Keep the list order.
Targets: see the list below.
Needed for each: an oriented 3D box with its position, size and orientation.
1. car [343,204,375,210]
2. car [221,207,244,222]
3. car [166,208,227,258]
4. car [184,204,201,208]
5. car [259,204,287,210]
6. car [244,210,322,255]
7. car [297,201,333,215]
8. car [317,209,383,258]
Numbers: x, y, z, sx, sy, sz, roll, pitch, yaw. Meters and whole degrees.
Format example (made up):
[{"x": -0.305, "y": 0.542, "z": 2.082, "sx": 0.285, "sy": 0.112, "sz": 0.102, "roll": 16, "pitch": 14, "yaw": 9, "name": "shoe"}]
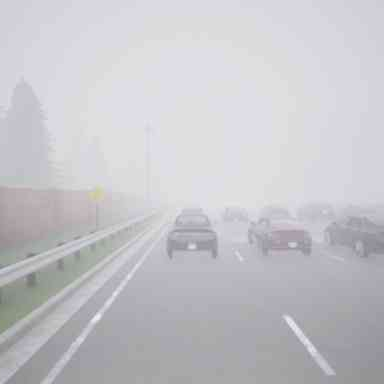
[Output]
[{"x": 14.021, "y": 1.824, "z": 28.481, "sx": 1.837, "sy": 1.490, "sz": 4.892, "roll": 0, "pitch": 0, "yaw": 0, "name": "car"}, {"x": 3.518, "y": 1.915, "z": 28.221, "sx": 1.895, "sy": 1.301, "sz": 4.718, "roll": 0, "pitch": -1, "yaw": 0, "name": "car"}, {"x": 0.019, "y": 1.643, "z": 13.481, "sx": 2.128, "sy": 1.511, "sz": 4.902, "roll": 0, "pitch": 0, "yaw": 0, "name": "car"}, {"x": 0.028, "y": 1.802, "z": 29.219, "sx": 1.882, "sy": 1.535, "sz": 5.008, "roll": 0, "pitch": 0, "yaw": 0, "name": "car"}, {"x": 7.021, "y": 1.824, "z": 28.480, "sx": 1.837, "sy": 1.490, "sz": 4.892, "roll": 0, "pitch": 0, "yaw": 0, "name": "car"}, {"x": 3.523, "y": 1.680, "z": 13.873, "sx": 1.812, "sy": 1.442, "sz": 4.674, "roll": 0, "pitch": 0, "yaw": 0, "name": "car"}, {"x": 10.522, "y": 1.667, "z": 28.400, "sx": 2.097, "sy": 1.767, "sz": 4.553, "roll": 0, "pitch": -1, "yaw": 0, "name": "car"}, {"x": 7.019, "y": 1.658, "z": 13.479, "sx": 1.837, "sy": 1.490, "sz": 4.892, "roll": 0, "pitch": 0, "yaw": 0, "name": "car"}]
